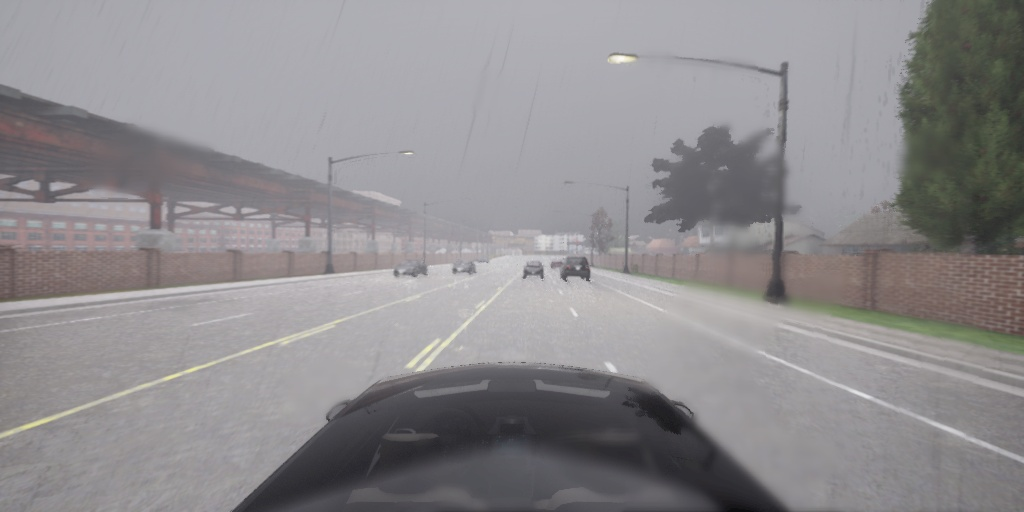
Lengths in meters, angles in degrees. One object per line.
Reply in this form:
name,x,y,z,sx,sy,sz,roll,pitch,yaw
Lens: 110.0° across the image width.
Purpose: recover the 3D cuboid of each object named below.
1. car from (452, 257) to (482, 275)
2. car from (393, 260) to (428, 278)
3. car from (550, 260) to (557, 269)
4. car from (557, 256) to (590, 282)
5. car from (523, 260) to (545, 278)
car,-4.909,1.151,37.339,2.128,1.511,4.902,1,0,4
car,-8.827,1.088,31.595,2.128,1.511,4.902,1,0,4
car,7.384,1.327,60.279,1.882,1.535,5.008,1,0,4
car,5.331,1.056,30.683,2.150,2.045,5.566,1,0,4
car,2.050,1.269,34.079,2.128,1.511,4.902,1,0,4
